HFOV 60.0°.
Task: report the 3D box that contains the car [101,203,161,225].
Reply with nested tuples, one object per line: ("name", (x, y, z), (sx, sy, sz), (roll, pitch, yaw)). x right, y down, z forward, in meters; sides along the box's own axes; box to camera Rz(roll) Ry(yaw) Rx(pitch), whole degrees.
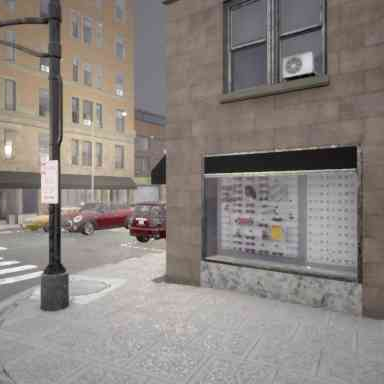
("car", (-4.425, 1.548, 24.850), (1.947, 1.339, 4.313), (0, 0, 35))

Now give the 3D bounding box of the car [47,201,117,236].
("car", (-5.317, 1.344, 18.744), (2.097, 1.767, 4.553), (0, 0, 35))

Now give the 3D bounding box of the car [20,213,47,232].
("car", (-7.754, 1.519, 20.070), (1.752, 1.417, 4.829), (0, 0, 35))

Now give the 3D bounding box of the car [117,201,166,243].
("car", (-0.676, 1.305, 15.314), (2.192, 1.841, 5.009), (0, 0, 35))
